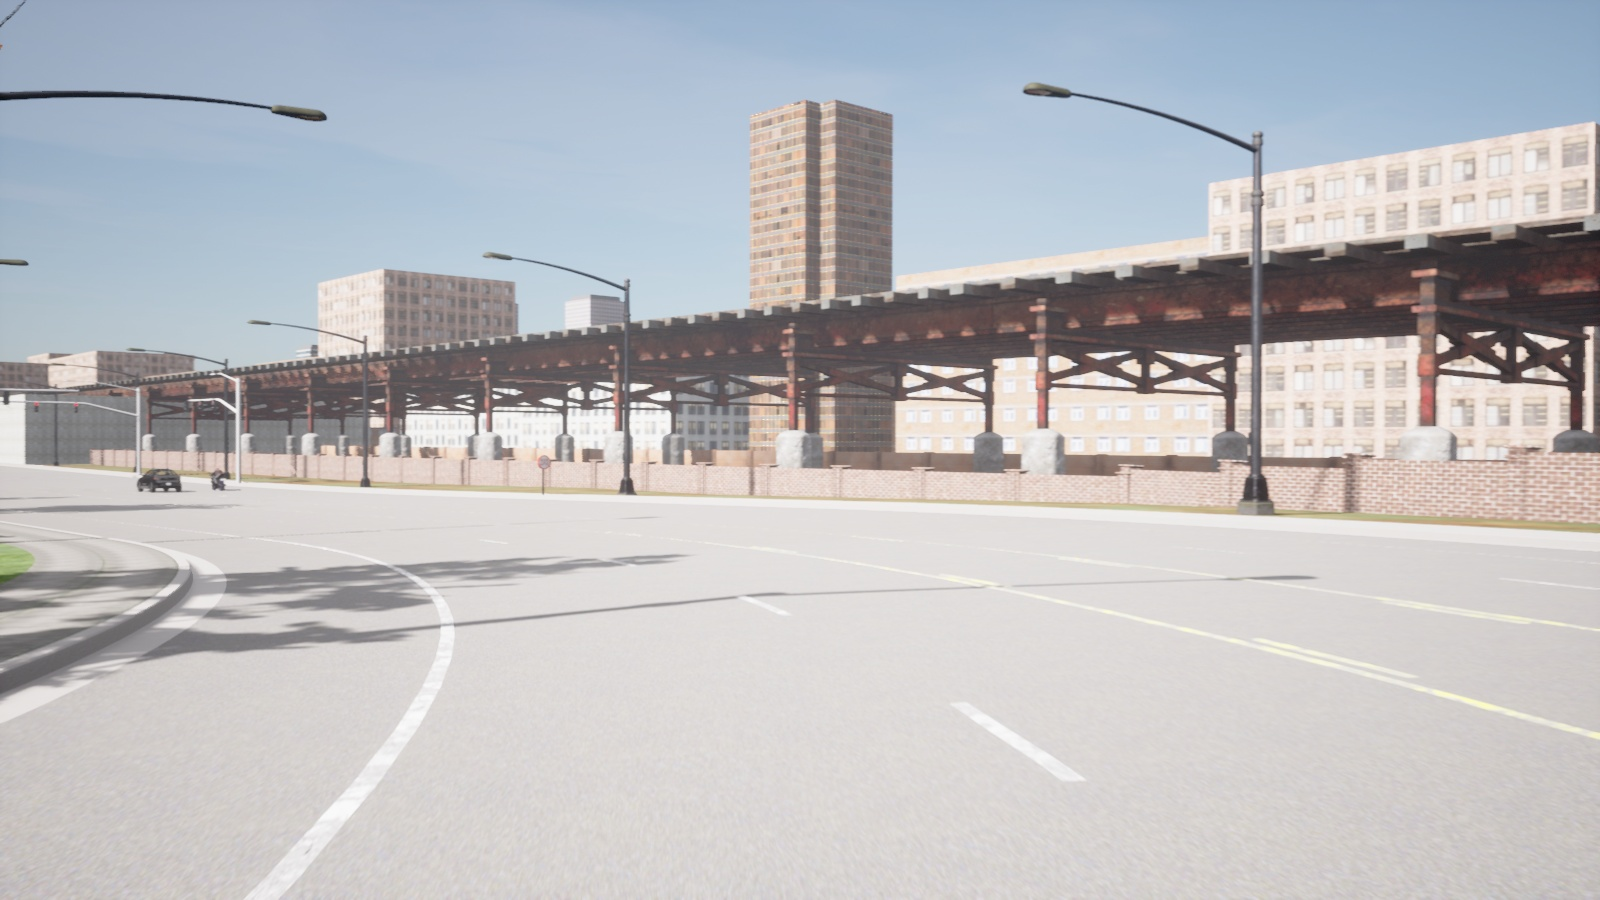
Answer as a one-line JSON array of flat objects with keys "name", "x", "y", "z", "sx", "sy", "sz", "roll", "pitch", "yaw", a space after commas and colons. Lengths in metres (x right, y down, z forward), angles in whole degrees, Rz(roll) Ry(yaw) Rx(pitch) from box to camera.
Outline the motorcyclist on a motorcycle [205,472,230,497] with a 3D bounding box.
[{"name": "motorcyclist on a motorcycle", "x": -37.834, "y": 2.233, "z": 81.529, "sx": 0.866, "sy": 1.530, "sz": 2.191, "roll": -1, "pitch": 0, "yaw": -42}]

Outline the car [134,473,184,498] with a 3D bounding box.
[{"name": "car", "x": -40.483, "y": 2.242, "z": 79.242, "sx": 1.816, "sy": 1.474, "sz": 4.193, "roll": -1, "pitch": 0, "yaw": -42}]
